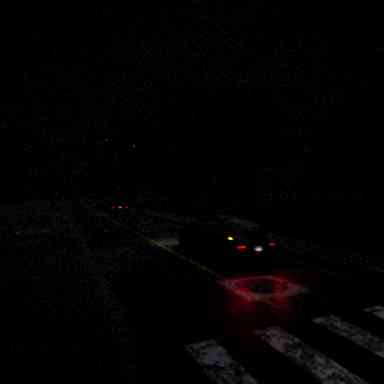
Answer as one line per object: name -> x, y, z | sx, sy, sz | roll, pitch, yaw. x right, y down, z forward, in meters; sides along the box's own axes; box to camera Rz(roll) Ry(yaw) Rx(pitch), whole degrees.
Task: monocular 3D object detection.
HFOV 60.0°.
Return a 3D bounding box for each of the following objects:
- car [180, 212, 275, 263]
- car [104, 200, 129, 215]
car -> 1.053, 1.447, 11.748 | 1.812, 1.442, 4.674 | -1, 1, -22
car -> -7.577, 1.471, 33.041 | 2.033, 1.411, 5.357 | -1, 0, -22
